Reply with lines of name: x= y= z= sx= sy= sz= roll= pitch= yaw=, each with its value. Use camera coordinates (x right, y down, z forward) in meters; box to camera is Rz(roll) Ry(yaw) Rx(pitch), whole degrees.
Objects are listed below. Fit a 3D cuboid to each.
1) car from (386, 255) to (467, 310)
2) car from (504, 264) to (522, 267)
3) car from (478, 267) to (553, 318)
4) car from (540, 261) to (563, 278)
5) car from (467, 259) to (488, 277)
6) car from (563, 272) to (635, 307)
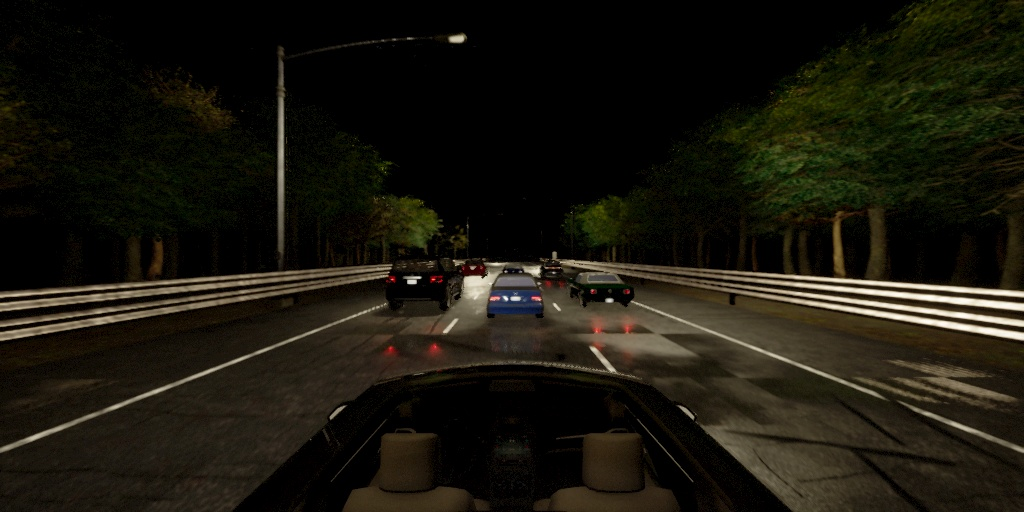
car: x=-3.395 y=0.973 z=14.855 sx=2.150 sy=2.045 sz=5.566 roll=0 pitch=0 yaw=0
car: x=0.111 y=1.352 z=32.058 sx=1.895 sy=1.301 sz=4.718 roll=0 pitch=0 yaw=0
car: x=0.105 y=1.298 z=13.019 sx=2.033 sy=1.411 sz=5.357 roll=0 pitch=0 yaw=0
car: x=3.610 y=1.242 z=33.214 sx=2.128 sy=1.511 sz=4.902 roll=0 pitch=0 yaw=0
car: x=-3.388 y=1.103 z=32.984 sx=2.097 sy=1.767 sz=4.553 roll=0 pitch=0 yaw=0
car: x=3.607 y=1.352 z=15.470 sx=1.895 sy=1.301 sz=4.718 roll=0 pitch=0 yaw=0
